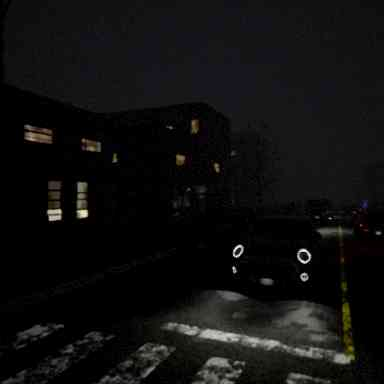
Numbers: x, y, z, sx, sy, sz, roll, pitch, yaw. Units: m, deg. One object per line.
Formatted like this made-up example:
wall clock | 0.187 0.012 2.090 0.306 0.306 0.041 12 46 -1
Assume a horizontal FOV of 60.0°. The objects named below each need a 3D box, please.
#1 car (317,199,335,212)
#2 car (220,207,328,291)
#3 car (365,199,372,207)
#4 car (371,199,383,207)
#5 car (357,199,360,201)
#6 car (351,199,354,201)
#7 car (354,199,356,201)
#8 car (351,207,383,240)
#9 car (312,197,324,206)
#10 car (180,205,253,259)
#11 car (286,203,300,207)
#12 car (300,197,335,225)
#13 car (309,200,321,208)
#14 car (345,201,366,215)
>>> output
car | 17.011 1.626 42.080 1.882 1.535 5.008 0 -1 24
car | 2.648 1.498 9.704 2.097 1.767 4.553 0 -1 24
car | 22.386 1.941 40.178 1.967 1.590 4.097 -1 -1 24
car | 17.923 1.707 30.020 2.192 1.841 5.009 -1 -1 24
car | 29.079 2.209 55.416 1.887 1.381 4.507 -1 -1 24
car | 40.438 2.474 82.122 1.812 1.442 4.674 0 -1 24
car | 33.540 2.355 65.576 1.802 1.307 4.206 -1 -1 24
car | 9.818 1.775 17.958 1.812 1.442 4.674 0 -1 24
car | 28.096 2.139 74.027 2.192 1.841 5.009 -1 -1 24
car | 1.327 1.483 13.068 2.192 1.841 5.009 -1 -1 24
car | 10.250 1.828 33.386 1.967 1.590 4.097 -1 -1 24
car | 10.525 1.558 27.545 2.150 2.045 5.566 0 -1 24
car | 23.635 2.266 63.864 2.008 1.369 4.403 -1 -1 24
car | 19.705 2.094 40.570 1.895 1.301 4.718 0 -1 24
